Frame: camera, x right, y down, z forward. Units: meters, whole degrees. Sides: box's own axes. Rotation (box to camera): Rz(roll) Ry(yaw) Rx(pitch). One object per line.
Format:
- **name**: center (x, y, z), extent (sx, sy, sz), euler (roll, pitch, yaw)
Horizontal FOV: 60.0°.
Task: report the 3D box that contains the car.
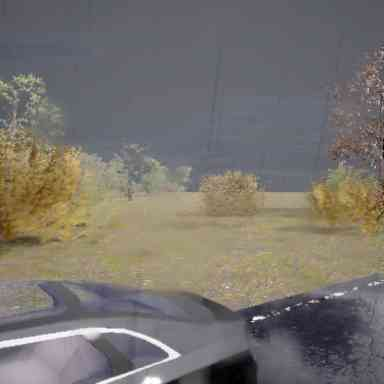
- **car**: center (-1.712, 1.487, 2.093), extent (4.902, 1.511, 2.128), euler (0, 0, -35)
